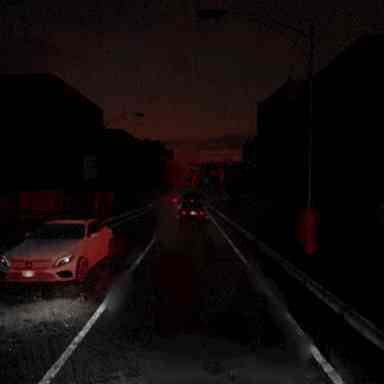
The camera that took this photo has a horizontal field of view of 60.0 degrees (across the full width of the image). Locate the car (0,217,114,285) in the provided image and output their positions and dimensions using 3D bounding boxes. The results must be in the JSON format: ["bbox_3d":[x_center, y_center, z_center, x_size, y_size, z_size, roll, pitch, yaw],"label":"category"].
[{"bbox_3d":[-3.491,1.469,9.432,1.812,1.442,4.674,0,0,0],"label":"car"}]

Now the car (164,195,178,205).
[{"bbox_3d":[-3.294,1.217,52.894,1.882,1.535,5.008,0,0,1],"label":"car"}]

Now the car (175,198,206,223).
[{"bbox_3d":[0.050,1.423,24.159,2.033,1.411,5.357,0,0,0],"label":"car"}]

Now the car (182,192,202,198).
[{"bbox_3d":[0.005,1.047,40.272,2.150,2.045,5.566,0,0,0],"label":"car"}]
